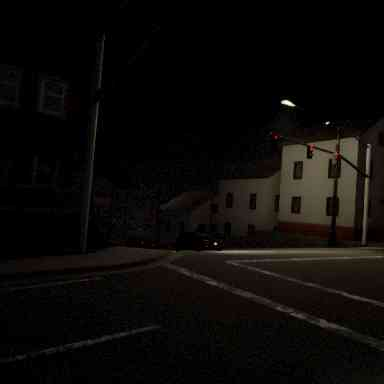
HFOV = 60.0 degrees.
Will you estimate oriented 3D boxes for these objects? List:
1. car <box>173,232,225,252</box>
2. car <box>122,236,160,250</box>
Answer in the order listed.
[{"bbox_3d":[0.414,3.531,23.618,1.994,1.385,4.181,6,-12,-35],"label":"car"},{"bbox_3d":[-4.797,4.814,30.833,1.882,1.535,5.008,6,-15,-35],"label":"car"}]
